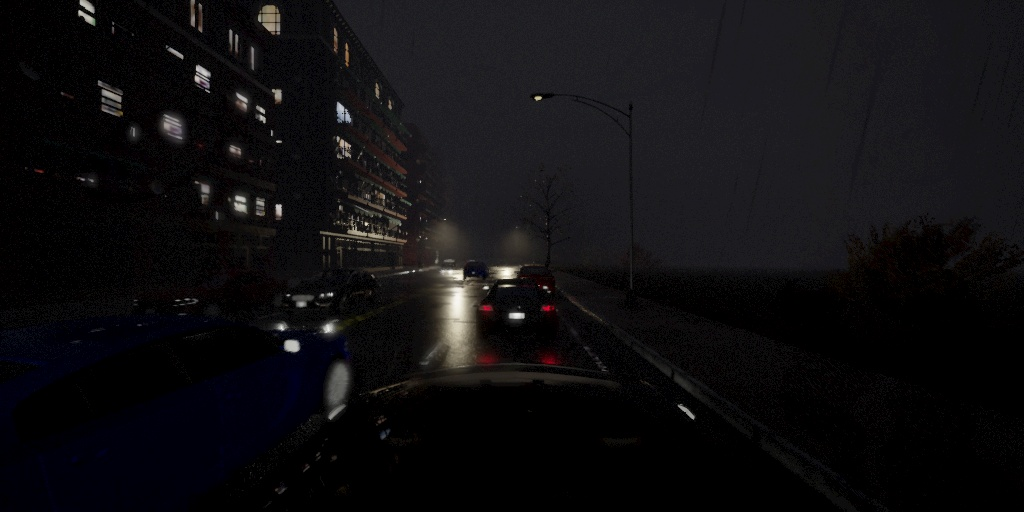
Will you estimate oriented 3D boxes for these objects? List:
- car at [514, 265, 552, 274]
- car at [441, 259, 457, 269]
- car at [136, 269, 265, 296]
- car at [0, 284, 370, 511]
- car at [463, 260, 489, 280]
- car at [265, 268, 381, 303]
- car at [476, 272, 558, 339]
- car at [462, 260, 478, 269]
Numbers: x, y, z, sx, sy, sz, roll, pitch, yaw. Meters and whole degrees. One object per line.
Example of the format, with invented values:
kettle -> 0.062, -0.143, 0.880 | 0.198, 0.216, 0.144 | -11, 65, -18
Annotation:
car -> 1.153, 1.230, 18.994 | 1.882, 1.535, 5.008 | 0, 0, 0
car -> -9.790, 1.242, 55.856 | 2.128, 1.511, 4.902 | 0, 0, 0
car -> -9.840, 1.229, 12.247 | 1.882, 1.535, 5.008 | 0, 0, 0
car -> -3.150, 1.228, 2.961 | 1.882, 1.535, 5.008 | 0, 0, 0
car -> -3.123, 1.230, 31.492 | 1.882, 1.535, 5.008 | 0, -1, 0
car -> -6.588, 1.243, 13.666 | 2.128, 1.511, 4.902 | 0, 0, 0
car -> 0.110, 1.315, 10.074 | 1.994, 1.385, 4.181 | 0, 0, 0
car -> -6.537, 1.314, 56.661 | 1.994, 1.385, 4.181 | 0, 0, 0
